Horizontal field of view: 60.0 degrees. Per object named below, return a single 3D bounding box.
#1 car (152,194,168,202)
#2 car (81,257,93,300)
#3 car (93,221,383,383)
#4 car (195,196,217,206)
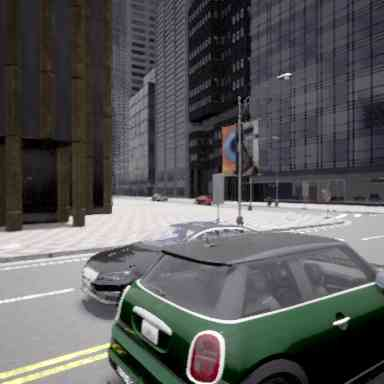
[{"bbox_3d":[-6.427,1.126,66.373,2.097,1.767,4.553,0,0,-26],"label":"car"},{"bbox_3d":[0.016,1.466,7.676,4.902,1.511,2.128,0,0,-35],"label":"car"},{"bbox_3d":[1.328,1.330,4.386,4.553,1.767,2.097,0,0,-35],"label":"car"},{"bbox_3d":[2.154,1.266,48.479,1.882,1.535,5.008,0,0,-26],"label":"car"}]
